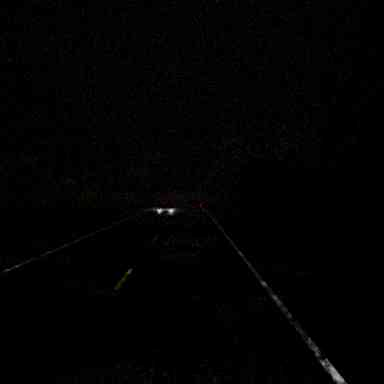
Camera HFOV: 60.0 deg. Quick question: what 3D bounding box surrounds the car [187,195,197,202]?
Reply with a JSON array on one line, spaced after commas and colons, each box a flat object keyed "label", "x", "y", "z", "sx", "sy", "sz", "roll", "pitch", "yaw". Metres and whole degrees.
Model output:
[{"label": "car", "x": -0.010, "y": 1.416, "z": 73.800, "sx": 2.033, "sy": 1.411, "sz": 5.357, "roll": 0, "pitch": 0, "yaw": 0}]

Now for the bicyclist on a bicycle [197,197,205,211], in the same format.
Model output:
[{"label": "bicyclist on a bicycle", "x": 0.973, "y": 1.372, "z": 38.004, "sx": 0.866, "sy": 1.612, "sz": 1.509, "roll": 0, "pitch": 0, "yaw": 0}]

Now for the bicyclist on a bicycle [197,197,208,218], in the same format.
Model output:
[{"label": "bicyclist on a bicycle", "x": 0.973, "y": 1.388, "z": 28.618, "sx": 0.866, "sy": 1.612, "sz": 1.509, "roll": 0, "pitch": 0, "yaw": 0}]

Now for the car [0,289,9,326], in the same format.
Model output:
[{"label": "car", "x": -3.600, "y": 1.543, "z": 2.515, "sx": 2.033, "sy": 1.411, "sz": 5.357, "roll": 0, "pitch": 0, "yaw": 0}]

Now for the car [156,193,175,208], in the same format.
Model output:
[{"label": "car", "x": -3.590, "y": 1.146, "z": 45.953, "sx": 2.150, "sy": 2.045, "sz": 5.566, "roll": 0, "pitch": 0, "yaw": 0}]

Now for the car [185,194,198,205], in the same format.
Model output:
[{"label": "car", "x": 0.089, "y": 1.430, "z": 56.786, "sx": 1.812, "sy": 1.442, "sz": 4.674, "roll": 0, "pitch": 0, "yaw": 0}]
